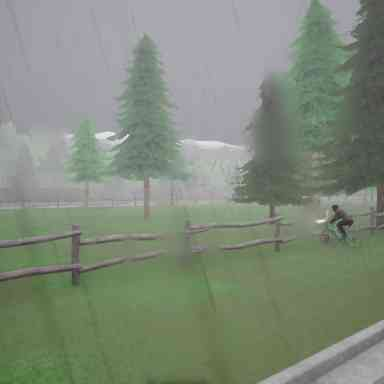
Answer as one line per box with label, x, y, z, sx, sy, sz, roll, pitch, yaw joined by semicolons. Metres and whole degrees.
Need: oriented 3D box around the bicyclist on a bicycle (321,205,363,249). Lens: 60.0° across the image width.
bicyclist on a bicycle;5.566;1.304;12.502;0.582;1.620;1.656;0;-2;-37
